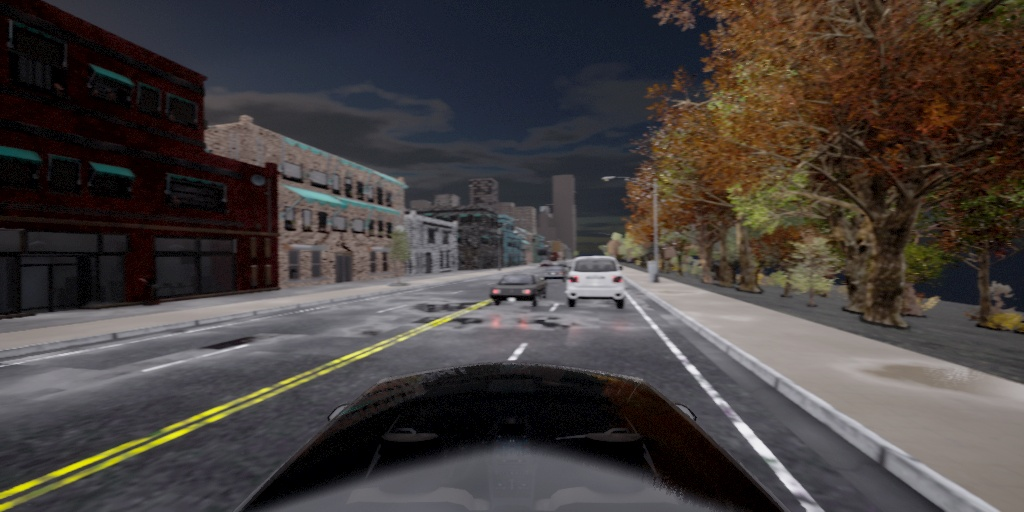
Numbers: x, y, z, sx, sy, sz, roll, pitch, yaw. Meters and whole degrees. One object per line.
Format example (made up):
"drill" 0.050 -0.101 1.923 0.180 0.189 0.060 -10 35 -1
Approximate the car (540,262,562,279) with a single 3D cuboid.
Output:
"car" 3.831 1.475 30.951 2.033 1.411 5.357 -1 0 13

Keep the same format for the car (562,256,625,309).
"car" 3.634 1.029 15.642 2.150 2.045 5.566 -1 0 13

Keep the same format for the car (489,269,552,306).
"car" 0.491 1.458 16.448 1.895 1.301 4.718 -1 0 13
